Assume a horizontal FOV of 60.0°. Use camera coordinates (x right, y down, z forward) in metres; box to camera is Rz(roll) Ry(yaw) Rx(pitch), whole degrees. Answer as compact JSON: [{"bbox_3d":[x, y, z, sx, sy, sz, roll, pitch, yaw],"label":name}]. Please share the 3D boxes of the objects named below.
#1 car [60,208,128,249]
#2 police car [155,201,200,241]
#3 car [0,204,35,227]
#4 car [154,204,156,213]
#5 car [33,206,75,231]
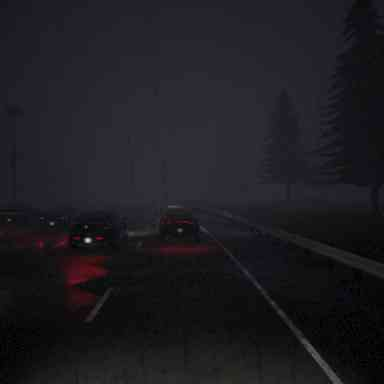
[{"bbox_3d":[-4.046,1.555,14.810,1.837,1.490,4.892,0,0,-4],"label":"car"},{"bbox_3d":[-0.707,1.469,17.057,1.930,1.638,5.238,0,0,-4],"label":"police car"},{"bbox_3d":[-11.933,1.591,23.625,2.128,1.511,4.902,0,0,-7],"label":"car"},{"bbox_3d":[-2.903,1.619,34.610,1.812,1.442,4.674,0,0,-9],"label":"car"},{"bbox_3d":[-8.109,1.605,21.017,1.812,1.442,4.674,0,0,-6],"label":"car"}]
